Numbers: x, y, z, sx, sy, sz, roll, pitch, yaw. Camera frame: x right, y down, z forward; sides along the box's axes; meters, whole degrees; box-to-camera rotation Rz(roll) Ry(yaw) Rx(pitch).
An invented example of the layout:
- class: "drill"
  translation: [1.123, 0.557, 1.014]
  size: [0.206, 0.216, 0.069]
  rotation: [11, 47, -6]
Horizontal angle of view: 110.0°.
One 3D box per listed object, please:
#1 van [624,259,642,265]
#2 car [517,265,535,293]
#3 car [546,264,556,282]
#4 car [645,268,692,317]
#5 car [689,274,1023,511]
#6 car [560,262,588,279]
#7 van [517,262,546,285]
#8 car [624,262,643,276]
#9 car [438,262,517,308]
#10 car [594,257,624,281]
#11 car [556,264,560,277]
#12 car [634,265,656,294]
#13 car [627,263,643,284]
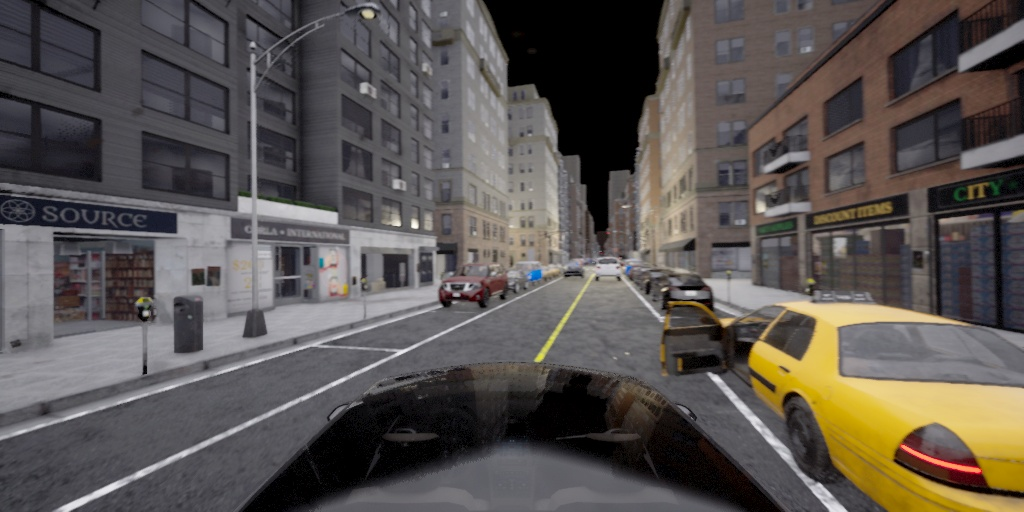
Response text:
- class: "van"
  translation: [12.354, 1.231, 36.365]
  size: [1.690, 1.789, 3.998]
  rotation: [0, 0, 14]
- class: "car"
  translation: [-0.136, 1.491, 21.996]
  size: [2.007, 1.370, 4.403]
  rotation: [0, 0, 14]
- class: "car"
  translation: [2.641, 1.525, 32.813]
  size: [1.751, 1.417, 4.829]
  rotation: [0, 0, 14]
- class: "car"
  translation: [6.714, 1.339, 14.399]
  size: [1.948, 1.339, 4.313]
  rotation: [0, 0, 14]
- class: "car"
  translation: [3.782, 1.177, 4.308]
  size: [1.801, 1.575, 5.366]
  rotation: [-1, -1, 14]
- class: "car"
  translation: [6.212, 1.572, 35.557]
  size: [1.895, 1.301, 4.718]
  rotation: [-1, -1, 15]
- class: "van"
  translation: [1.274, 1.312, 27.486]
  size: [1.690, 1.789, 3.998]
  rotation: [0, 0, 14]
- class: "car"
  translation: [10.944, 1.445, 30.873]
  size: [1.802, 1.307, 4.207]
  rotation: [0, 0, 14]
- class: "car"
  translation: [-1.546, 1.224, 16.507]
  size: [2.192, 1.841, 5.009]
  rotation: [0, 0, 14]
- class: "car"
  translation: [8.576, 1.130, 32.140]
  size: [2.150, 2.045, 5.566]
  rotation: [-1, 0, 14]
- class: "car"
  translation: [4.051, 1.551, 38.304]
  size: [1.751, 1.417, 4.829]
  rotation: [0, 0, 14]
- class: "car"
  translation: [8.124, 1.370, 19.890]
  size: [1.948, 1.339, 4.313]
  rotation: [0, 0, 14]
- class: "car"
  translation: [9.534, 1.386, 25.380]
  size: [2.007, 1.370, 4.403]
  rotation: [0, 0, 14]
